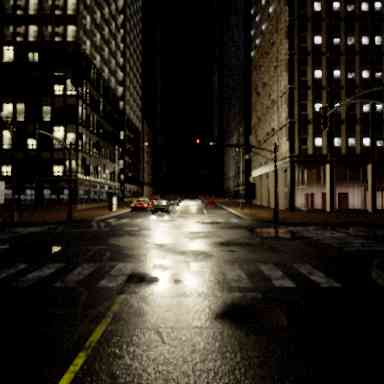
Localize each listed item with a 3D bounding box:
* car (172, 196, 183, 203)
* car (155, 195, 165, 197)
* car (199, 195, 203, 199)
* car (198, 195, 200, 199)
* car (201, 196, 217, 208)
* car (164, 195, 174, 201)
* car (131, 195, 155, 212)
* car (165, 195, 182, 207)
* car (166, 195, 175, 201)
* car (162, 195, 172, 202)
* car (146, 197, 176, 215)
[{"bbox_3d":[-2.990,1.531,68.255,2.033,1.411,5.357,0,0,0],"label":"car"},{"bbox_3d":[-5.665,1.297,48.523,2.192,1.841,5.009,1,0,0],"label":"car"},{"bbox_3d":[2.713,1.503,59.910,1.752,1.417,4.829,1,0,0],"label":"car"},{"bbox_3d":[2.713,1.542,65.317,1.947,1.339,4.313,1,0,0],"label":"car"},{"bbox_3d":[2.710,1.564,48.584,1.802,1.307,4.206,1,0,0],"label":"car"},{"bbox_3d":[-5.664,1.521,81.974,2.008,1.369,4.403,1,0,0],"label":"car"},{"bbox_3d":[-5.668,1.426,37.373,1.967,1.590,4.097,1,0,0],"label":"car"},{"bbox_3d":[-3.048,1.332,51.540,2.097,1.767,4.553,0,0,0],"label":"car"},{"bbox_3d":[-5.664,1.513,87.549,1.887,1.381,4.507,1,0,0],"label":"car"},{"bbox_3d":[-5.665,1.516,76.399,1.887,1.381,4.507,1,0,0],"label":"car"},{"bbox_3d":[-3.089,1.533,34.317,2.033,1.411,5.357,0,0,0],"label":"car"}]
